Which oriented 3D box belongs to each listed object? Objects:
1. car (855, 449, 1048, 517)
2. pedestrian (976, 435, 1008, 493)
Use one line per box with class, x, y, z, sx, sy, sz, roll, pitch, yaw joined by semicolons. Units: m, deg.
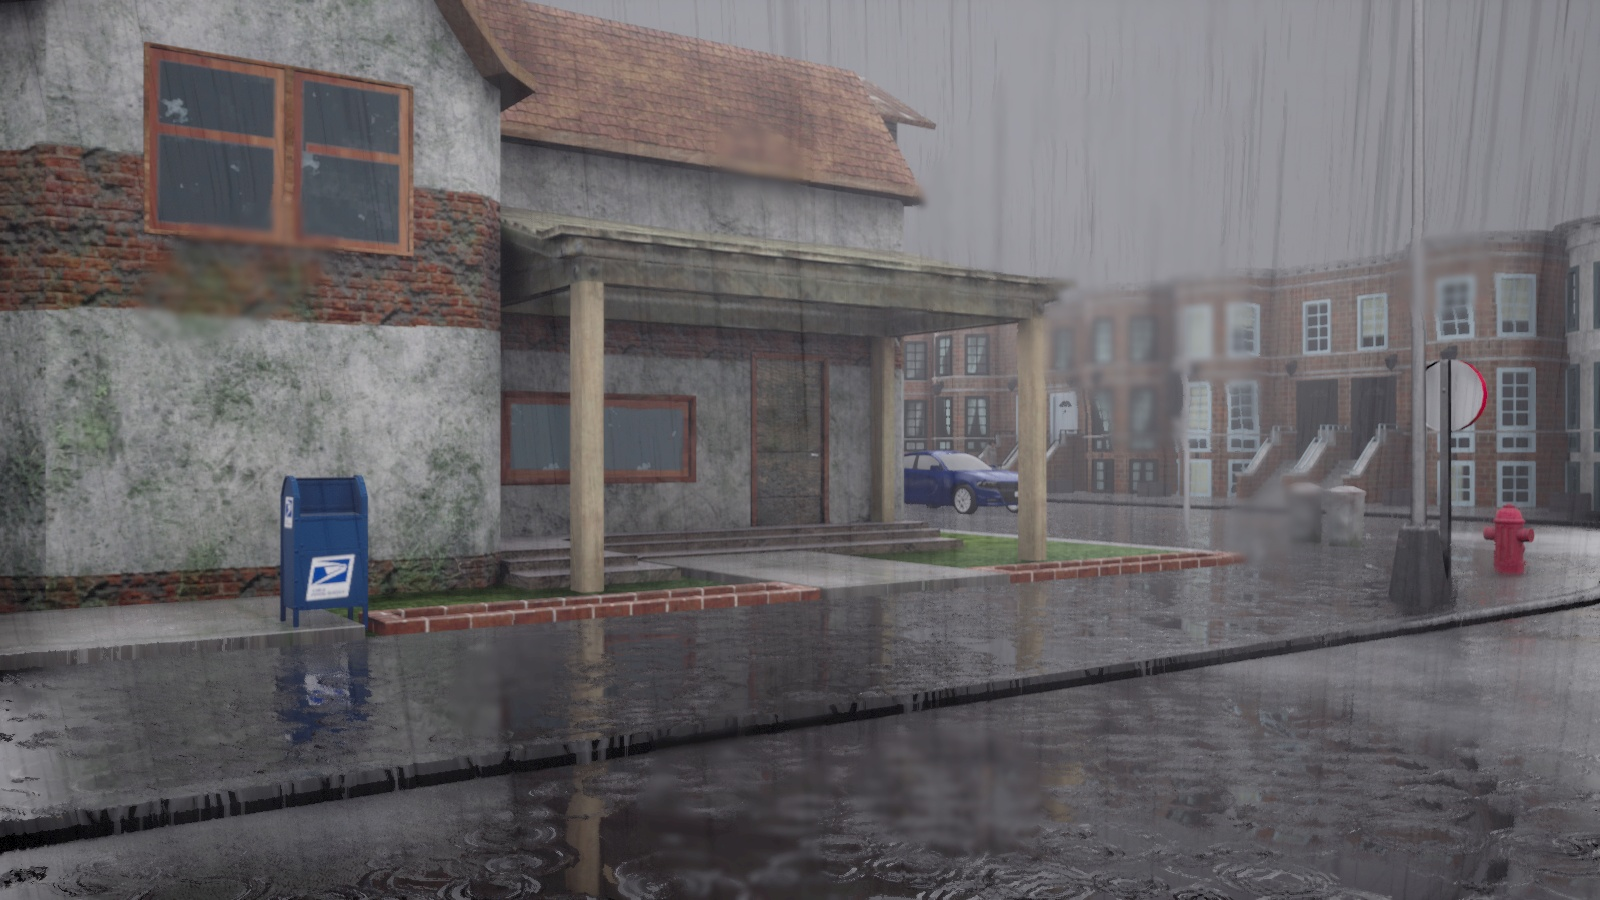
car;3.619;0.743;30.999;1.882;1.535;5.008;0;0;-35
pedestrian;6.586;0.474;42.999;0.659;1.952;0.873;0;0;-34
